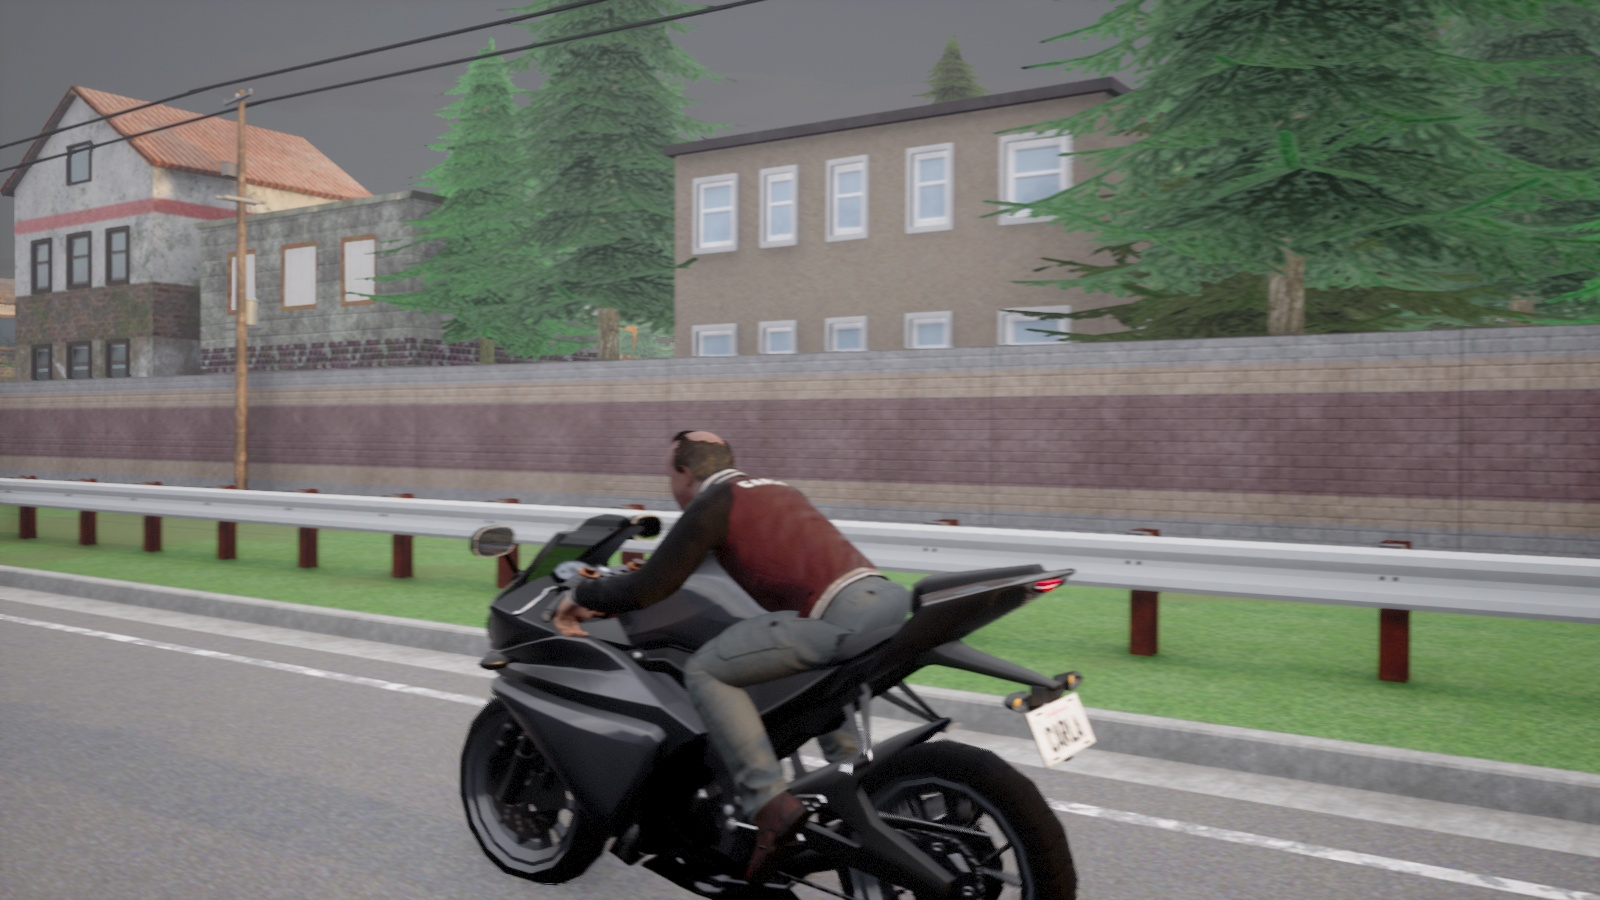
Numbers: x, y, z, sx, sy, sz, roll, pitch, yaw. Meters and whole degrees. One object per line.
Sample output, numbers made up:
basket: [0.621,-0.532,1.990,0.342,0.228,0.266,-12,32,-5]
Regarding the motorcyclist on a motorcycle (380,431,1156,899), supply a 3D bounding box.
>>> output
motorcyclist on a motorcycle: [-0.167,0.722,3.736,2.191,1.530,0.866,0,1,34]
